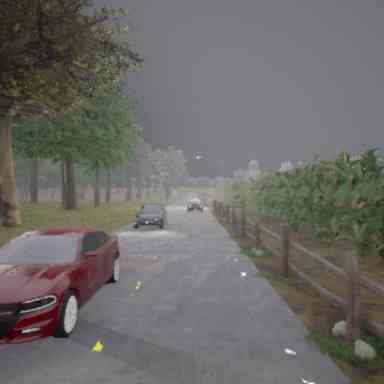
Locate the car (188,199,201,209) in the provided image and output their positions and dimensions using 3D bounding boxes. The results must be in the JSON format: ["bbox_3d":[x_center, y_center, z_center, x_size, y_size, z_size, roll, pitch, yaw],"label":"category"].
[{"bbox_3d":[0.418,1.739,50.022,1.895,1.301,4.718,0,0,1],"label":"car"}]

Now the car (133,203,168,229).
[{"bbox_3d":[-2.656,1.553,22.220,1.837,1.490,4.892,0,0,1],"label":"car"}]

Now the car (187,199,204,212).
[{"bbox_3d":[0.418,1.709,39.744,1.895,1.301,4.718,0,0,1],"label":"car"}]

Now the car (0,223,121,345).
[{"bbox_3d":[-2.806,1.486,6.851,1.882,1.535,5.008,0,0,0],"label":"car"}]
